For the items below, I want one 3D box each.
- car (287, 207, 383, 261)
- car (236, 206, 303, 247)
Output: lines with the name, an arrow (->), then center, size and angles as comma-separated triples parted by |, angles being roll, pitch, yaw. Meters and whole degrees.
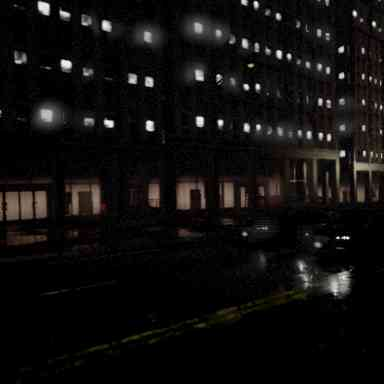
car -> 5.964, 1.377, 11.923 | 4.902, 1.511, 2.128 | -1, 0, -35
car -> 4.083, 1.377, 14.574 | 4.902, 1.511, 2.128 | -1, 0, -35
